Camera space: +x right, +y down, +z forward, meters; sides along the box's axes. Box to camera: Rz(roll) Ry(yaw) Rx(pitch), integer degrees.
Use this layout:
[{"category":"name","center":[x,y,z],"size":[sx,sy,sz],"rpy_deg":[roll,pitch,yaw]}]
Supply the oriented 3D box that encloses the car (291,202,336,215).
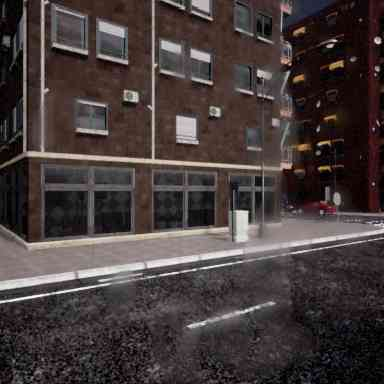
[{"category":"car","center":[13.970,1.828,37.607],"size":[1.887,1.381,4.507],"rpy_deg":[-1,0,-36]}]

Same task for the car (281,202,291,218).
[{"category":"car","center":[7.205,1.862,32.719],"size":[1.802,1.307,4.206],"rpy_deg":[-1,0,-36]}]

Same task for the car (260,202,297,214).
[{"category":"car","center":[10.853,1.920,41.920],"size":[1.947,1.339,4.313],"rpy_deg":[-1,0,-36]}]
